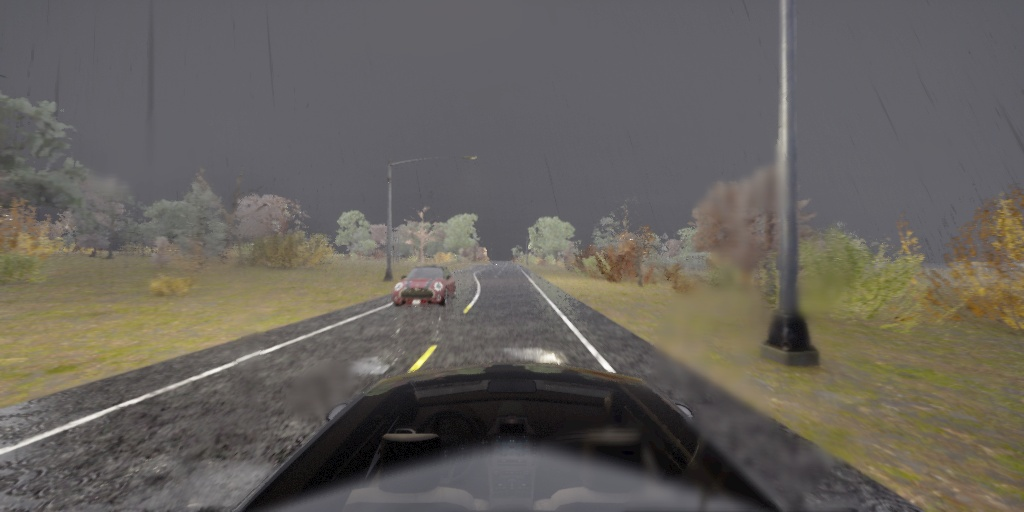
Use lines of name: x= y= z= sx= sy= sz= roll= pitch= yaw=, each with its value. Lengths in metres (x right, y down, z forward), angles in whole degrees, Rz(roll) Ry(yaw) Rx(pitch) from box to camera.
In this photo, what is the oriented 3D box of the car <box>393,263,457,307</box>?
car: x=-3.742 y=1.205 z=16.075 sx=2.097 sy=1.767 sz=4.553 roll=0 pitch=0 yaw=-2
